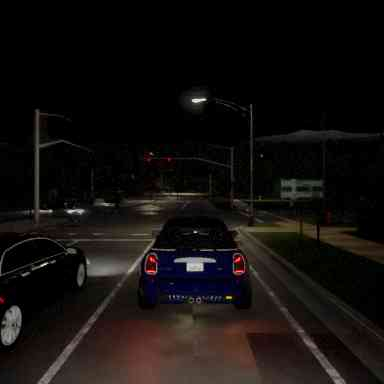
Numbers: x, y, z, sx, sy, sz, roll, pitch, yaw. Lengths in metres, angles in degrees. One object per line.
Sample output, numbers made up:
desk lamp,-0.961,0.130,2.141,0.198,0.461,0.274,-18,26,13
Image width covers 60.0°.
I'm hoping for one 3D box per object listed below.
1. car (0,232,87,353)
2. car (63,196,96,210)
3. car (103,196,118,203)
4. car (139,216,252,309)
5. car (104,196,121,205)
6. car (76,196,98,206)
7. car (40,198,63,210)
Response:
car,-3.443,1.505,6.120,1.837,1.490,4.892,0,0,0
car,-14.700,1.547,44.176,2.033,1.411,5.357,0,0,1
car,-17.678,1.573,72.313,1.895,1.301,4.718,0,0,1
car,0.067,1.352,8.026,2.097,1.767,4.553,0,0,0
car,-14.405,1.525,61.144,1.812,1.442,4.674,0,0,1
car,-17.986,1.488,57.005,2.128,1.511,4.902,0,0,1
car,-18.208,1.492,43.666,2.128,1.511,4.902,0,0,1
